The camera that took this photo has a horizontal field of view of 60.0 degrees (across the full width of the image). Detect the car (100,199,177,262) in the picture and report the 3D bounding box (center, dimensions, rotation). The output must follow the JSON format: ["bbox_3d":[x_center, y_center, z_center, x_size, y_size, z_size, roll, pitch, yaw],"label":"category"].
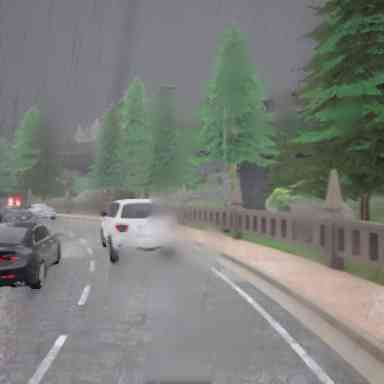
[{"bbox_3d":[-2.215,1.303,12.777,2.150,2.045,5.566,0,-1,-19],"label":"car"}]

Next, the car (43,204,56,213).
[{"bbox_3d":[-13.483,1.732,28.839,4.674,1.442,1.812,0,-1,41],"label":"car"}]

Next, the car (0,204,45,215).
[{"bbox_3d":[-12.323,1.715,23.025,2.033,1.411,5.357,0,0,-42],"label":"car"}]

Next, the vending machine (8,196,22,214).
[{"bbox_3d":[-20.155,1.469,37.858,0.880,2.100,1.100,0,0,24],"label":"vending machine"}]

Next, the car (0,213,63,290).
[{"bbox_3d":[-4.794,1.572,9.070,1.837,1.490,4.892,0,0,-14],"label":"car"}]
